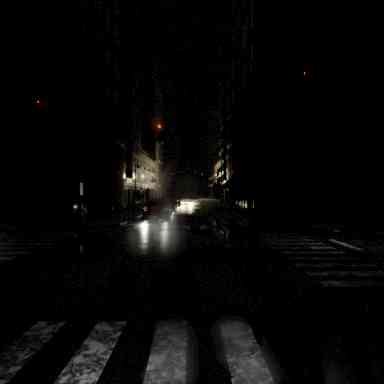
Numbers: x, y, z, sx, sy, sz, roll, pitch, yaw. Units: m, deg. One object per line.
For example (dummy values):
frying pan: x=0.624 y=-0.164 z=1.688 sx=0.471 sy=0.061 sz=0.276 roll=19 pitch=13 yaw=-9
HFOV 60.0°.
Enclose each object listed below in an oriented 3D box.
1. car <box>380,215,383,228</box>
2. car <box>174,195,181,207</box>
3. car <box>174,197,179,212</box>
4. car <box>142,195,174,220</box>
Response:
car: x=12.339 y=1.282 z=16.815 sx=5.009 sy=1.841 sz=2.192 roll=0 pitch=0 yaw=0
car: x=-2.862 y=1.325 z=51.268 sx=2.097 sy=1.767 sz=4.553 roll=0 pitch=0 yaw=0
car: x=-2.871 y=1.549 z=37.683 sx=1.994 sy=1.385 sz=4.181 roll=0 pitch=0 yaw=0
car: x=-2.866 y=1.344 z=27.652 sx=2.097 sy=1.767 sz=4.553 roll=0 pitch=0 yaw=0
